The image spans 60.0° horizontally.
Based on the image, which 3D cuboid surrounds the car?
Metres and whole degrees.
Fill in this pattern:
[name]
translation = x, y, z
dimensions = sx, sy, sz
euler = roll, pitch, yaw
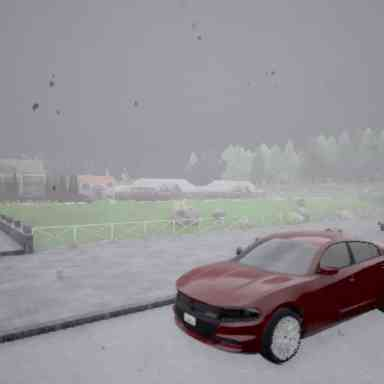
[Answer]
[car]
translation = 2.007, 1.477, 6.026
dimensions = 5.008, 1.535, 1.882
euler = 0, 0, -35
